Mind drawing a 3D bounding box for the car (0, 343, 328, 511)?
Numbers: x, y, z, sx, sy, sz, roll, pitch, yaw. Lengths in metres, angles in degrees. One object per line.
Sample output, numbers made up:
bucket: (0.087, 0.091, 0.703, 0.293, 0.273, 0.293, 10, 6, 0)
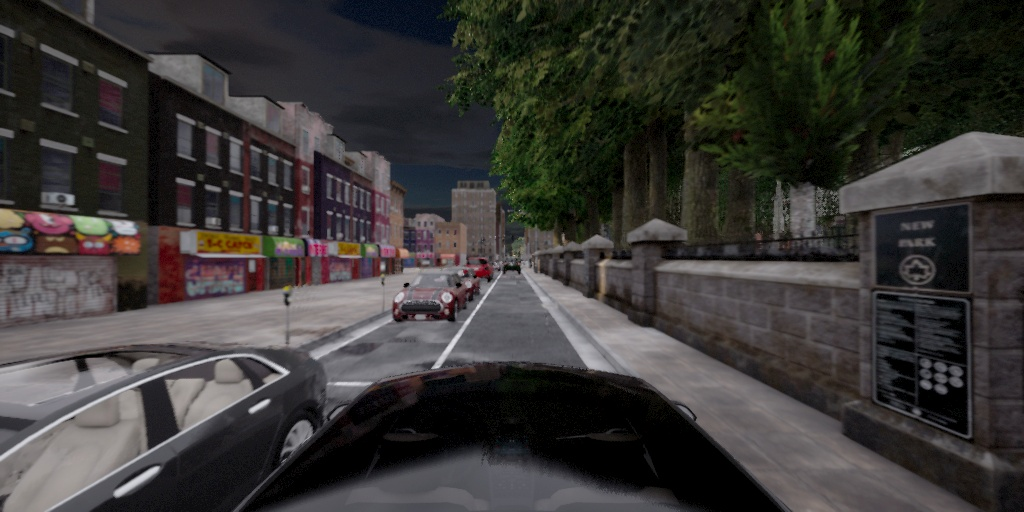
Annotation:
car: (-2.652, 1.301, 1.833, 2.007, 1.370, 4.403, 0, 0, 0)

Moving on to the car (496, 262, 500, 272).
car: (-2.647, 1.647, 54.263, 1.802, 1.307, 4.207, 0, 0, 0)

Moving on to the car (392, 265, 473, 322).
car: (-2.650, 1.254, 12.372, 1.967, 1.591, 4.097, 0, 0, 0)

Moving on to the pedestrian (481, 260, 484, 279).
pedestrian: (-2.756, 1.237, 33.851, 0.375, 1.860, 0.375, 0, 0, 0)

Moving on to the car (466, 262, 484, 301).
car: (-2.650, 1.286, 17.643, 1.967, 1.591, 4.097, 0, 0, 0)

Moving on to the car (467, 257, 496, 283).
car: (-2.755, 1.148, 30.599, 2.150, 2.045, 5.566, 0, 0, 0)

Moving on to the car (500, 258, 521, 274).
car: (-0.004, 1.221, 45.938, 2.150, 2.045, 5.566, 0, -1, 0)
